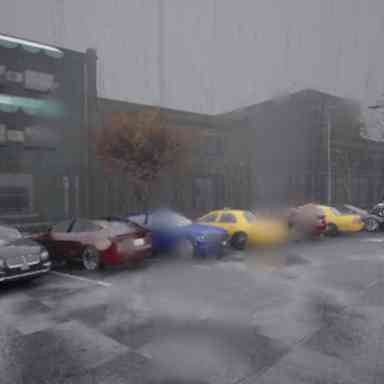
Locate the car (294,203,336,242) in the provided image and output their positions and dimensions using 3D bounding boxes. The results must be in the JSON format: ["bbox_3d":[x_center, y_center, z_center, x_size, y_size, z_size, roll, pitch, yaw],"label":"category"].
[{"bbox_3d":[3.850,1.414,15.839,5.008,1.535,2.097,-1,0,34],"label":"car"}]

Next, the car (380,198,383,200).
[{"bbox_3d":[15.871,1.199,24.437,4.553,1.767,2.185,-1,-1,35],"label":"car"}]

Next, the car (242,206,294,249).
[{"bbox_3d":[1.279,1.432,14.218,5.366,1.575,1.946,-1,0,35],"label":"car"}]

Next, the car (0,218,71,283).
[{"bbox_3d":[-5.801,1.487,8.971,4.892,1.521,2.231,-1,-1,35],"label":"car"}]

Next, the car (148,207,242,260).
[{"bbox_3d":[-0.979,1.450,12.397,5.008,1.535,2.097,-1,-1,35],"label":"car"}]

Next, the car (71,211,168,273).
[{"bbox_3d":[-3.411,1.498,10.699,4.792,1.488,2.163,-1,0,35],"label":"car"}]

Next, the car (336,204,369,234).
[{"bbox_3d":[6.100,1.396,17.650,5.366,1.575,1.946,-1,0,35],"label":"car"}]

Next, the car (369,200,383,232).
[{"bbox_3d":[8.694,1.408,19.259,4.792,1.488,2.163,-1,-1,35],"label":"car"}]
